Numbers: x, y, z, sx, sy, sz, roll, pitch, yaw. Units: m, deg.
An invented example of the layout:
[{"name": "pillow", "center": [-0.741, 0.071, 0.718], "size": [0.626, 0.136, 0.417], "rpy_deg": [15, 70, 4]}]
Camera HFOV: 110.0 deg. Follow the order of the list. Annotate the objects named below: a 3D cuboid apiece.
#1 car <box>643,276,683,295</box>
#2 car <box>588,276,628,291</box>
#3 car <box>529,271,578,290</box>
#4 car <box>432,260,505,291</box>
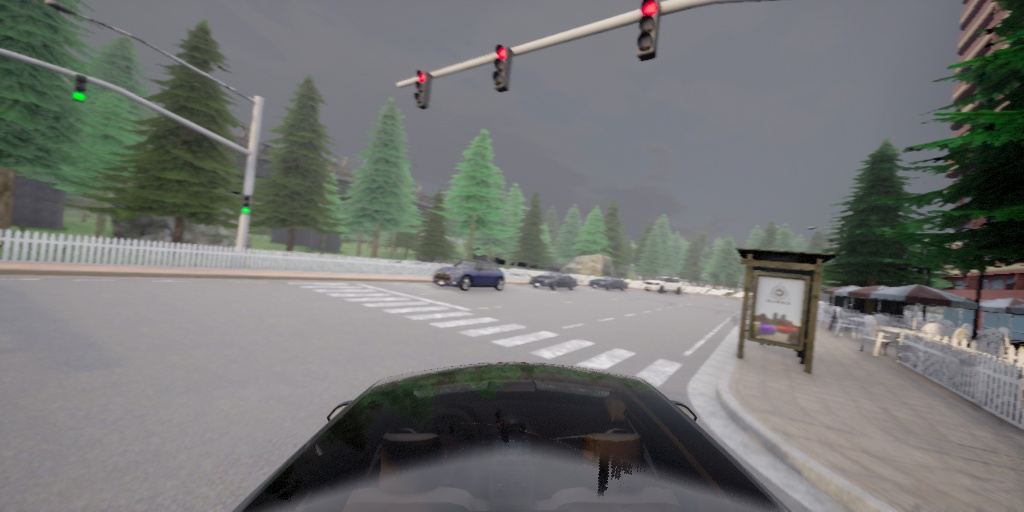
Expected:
[{"name": "car", "center": [18.461, 3.490, 43.639], "size": [5.566, 2.045, 2.150], "rpy_deg": [7, -1, -31]}, {"name": "car", "center": [10.063, 2.788, 36.985], "size": [5.357, 1.411, 2.033], "rpy_deg": [7, -1, -45]}, {"name": "car", "center": [3.502, 1.952, 28.936], "size": [2.033, 1.411, 5.357], "rpy_deg": [6, -1, 36]}, {"name": "car", "center": [-2.371, 0.995, 20.701], "size": [2.097, 1.767, 4.553], "rpy_deg": [6, -1, 36]}]
